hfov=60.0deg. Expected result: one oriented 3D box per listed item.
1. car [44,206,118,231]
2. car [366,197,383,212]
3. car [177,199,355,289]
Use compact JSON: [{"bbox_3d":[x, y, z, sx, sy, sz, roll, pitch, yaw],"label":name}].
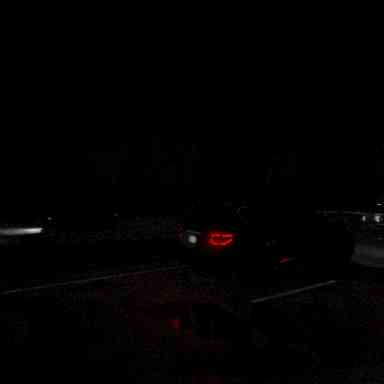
[{"bbox_3d":[-6.615,1.520,20.011,4.181,1.385,1.994,0,0,-22],"label":"car"},{"bbox_3d":[21.776,1.263,37.450,5.008,1.535,1.882,0,0,-27],"label":"car"},{"bbox_3d":[2.235,1.210,9.380,5.566,2.045,2.150,0,0,-34],"label":"car"}]
